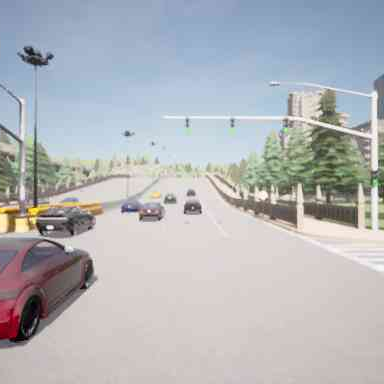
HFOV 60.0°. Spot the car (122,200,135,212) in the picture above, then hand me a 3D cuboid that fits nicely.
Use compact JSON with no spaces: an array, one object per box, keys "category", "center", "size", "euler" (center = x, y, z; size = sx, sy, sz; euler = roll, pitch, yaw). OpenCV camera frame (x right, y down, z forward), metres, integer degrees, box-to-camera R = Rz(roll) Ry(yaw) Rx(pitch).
[{"category":"car","center":[-6.930,1.620,38.963],"size":[1.994,1.385,4.181],"euler":[0,0,0]}]

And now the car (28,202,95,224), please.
[{"category":"car","center":[-6.905,1.518,18.604],"size":[2.128,1.511,4.902],"euler":[0,0,0]}]

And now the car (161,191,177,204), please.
[{"category":"car","center":[-3.617,0.952,56.277],"size":[2.097,1.767,4.553],"euler":[0,3,0]}]

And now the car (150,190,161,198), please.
[{"category":"car","center":[-7.181,0.257,66.615],"size":[1.882,1.535,5.008],"euler":[0,6,0]}]

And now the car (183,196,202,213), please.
[{"category":"car","center":[0.078,1.531,37.193],"size":[1.882,1.535,5.008],"euler":[0,0,0]}]

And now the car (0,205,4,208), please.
[{"category":"car","center":[-17.577,1.643,28.277],"size":[1.895,1.301,4.718],"euler":[0,0,0]}]

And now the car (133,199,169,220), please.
[{"category":"car","center":[-3.407,1.589,28.897],"size":[2.033,1.411,5.357],"euler":[0,0,0]}]

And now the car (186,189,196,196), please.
[{"category":"car","center":[-0.194,0.041,68.939],"size":[1.837,1.490,4.892],"euler":[0,7,0]}]

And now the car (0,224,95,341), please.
[{"category":"car","center":[-3.402,1.574,6.498],"size":[1.994,1.385,4.181],"euler":[0,0,0]}]

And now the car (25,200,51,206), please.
[{"category":"car","center":[-17.520,1.603,38.151],"size":[2.033,1.411,5.357],"euler":[0,0,0]}]

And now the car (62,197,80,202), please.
[{"category":"car","center":[-17.574,1.480,48.094],"size":[1.812,1.442,4.674],"euler":[0,2,0]}]
